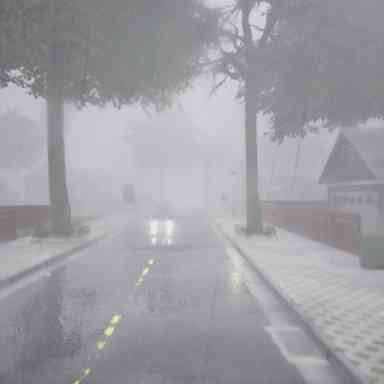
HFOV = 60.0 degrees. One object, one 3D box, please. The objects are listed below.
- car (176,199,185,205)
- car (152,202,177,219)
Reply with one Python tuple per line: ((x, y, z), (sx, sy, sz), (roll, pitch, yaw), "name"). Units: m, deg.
((-2.756, 2.342, 78.002), (1.994, 1.385, 4.181), (0, -1, 0), "car")
((-2.773, 1.921, 32.814), (1.895, 1.301, 4.718), (0, -1, 0), "car")
